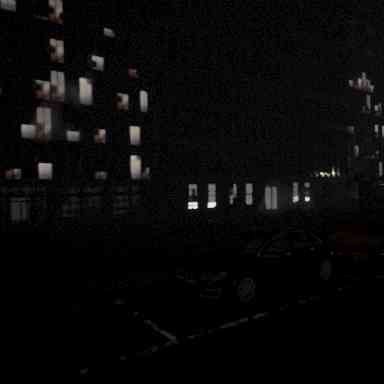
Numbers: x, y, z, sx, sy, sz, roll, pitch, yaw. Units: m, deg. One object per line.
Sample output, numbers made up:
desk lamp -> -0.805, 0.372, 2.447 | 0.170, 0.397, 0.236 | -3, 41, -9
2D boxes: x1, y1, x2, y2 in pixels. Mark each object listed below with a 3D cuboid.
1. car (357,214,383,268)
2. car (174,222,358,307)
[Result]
car -> 6.088, 1.435, 10.921 | 4.829, 1.417, 1.752 | -1, -1, -36
car -> 1.648, 1.504, 7.751 | 4.403, 1.369, 2.008 | -1, -1, -36
